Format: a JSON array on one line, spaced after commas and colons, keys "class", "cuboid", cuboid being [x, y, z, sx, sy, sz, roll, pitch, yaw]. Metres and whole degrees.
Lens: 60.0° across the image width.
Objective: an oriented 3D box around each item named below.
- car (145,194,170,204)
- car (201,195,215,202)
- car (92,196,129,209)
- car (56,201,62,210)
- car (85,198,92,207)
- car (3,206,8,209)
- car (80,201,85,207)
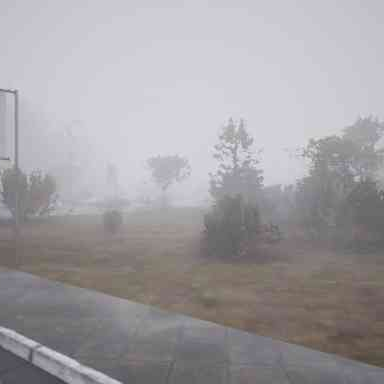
[{"class": "car", "cuboid": [-5.825, 1.175, 55.274, 2.097, 1.767, 4.553, 0, 1, 39]}, {"class": "car", "cuboid": [3.665, 1.215, 61.982, 1.895, 1.301, 4.718, 0, 1, 34]}, {"class": "car", "cuboid": [-10.290, 1.310, 43.745, 2.097, 1.767, 4.553, 0, 0, 39]}, {"class": "car", "cuboid": [-17.998, 1.521, 40.005, 1.812, 1.442, 4.674, 0, 0, 39]}, {"class": "car", "cuboid": [-12.158, 1.423, 47.332, 1.882, 1.535, 5.008, 0, 1, 39]}, {"class": "car", "cuboid": [-20.776, 1.542, 42.137, 2.033, 1.411, 5.357, 0, 0, 39]}, {"class": "car", "cuboid": [-14.483, 1.465, 50.041, 1.812, 1.442, 4.674, 0, 0, 39]}]
